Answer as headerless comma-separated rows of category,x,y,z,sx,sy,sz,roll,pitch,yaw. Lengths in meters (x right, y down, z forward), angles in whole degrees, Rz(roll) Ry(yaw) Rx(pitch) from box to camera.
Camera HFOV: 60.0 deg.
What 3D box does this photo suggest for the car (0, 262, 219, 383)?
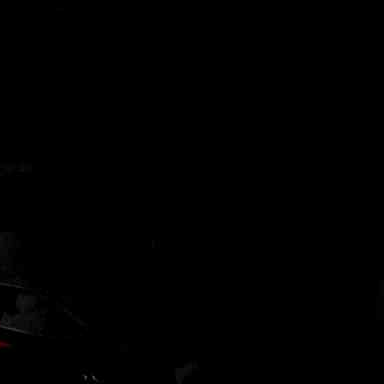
car,-1.719,1.566,4.045,4.313,1.339,1.947,0,0,36
